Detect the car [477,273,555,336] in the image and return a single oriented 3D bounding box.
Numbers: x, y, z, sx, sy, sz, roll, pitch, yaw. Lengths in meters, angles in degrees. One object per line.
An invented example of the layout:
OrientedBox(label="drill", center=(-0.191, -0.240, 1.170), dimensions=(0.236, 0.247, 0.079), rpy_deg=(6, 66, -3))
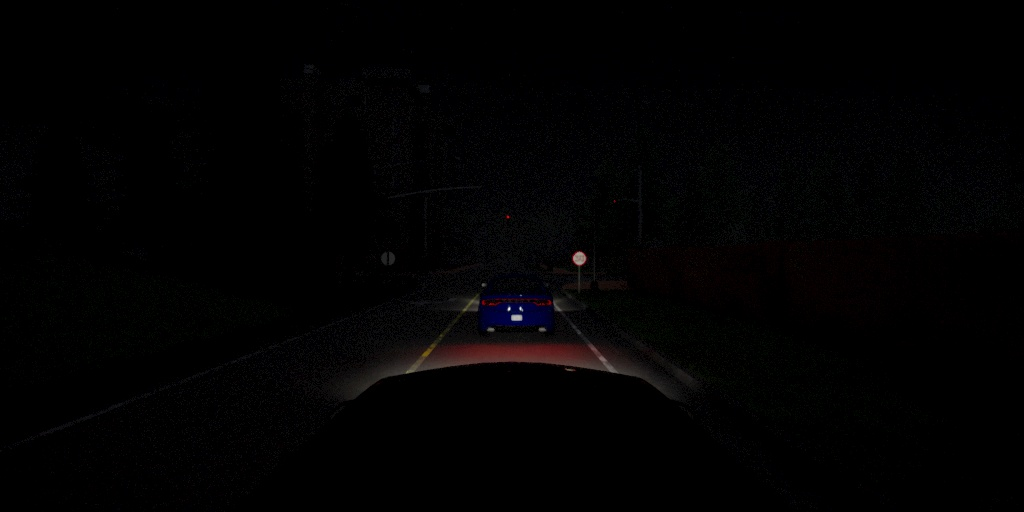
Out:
OrientedBox(label="car", center=(0.100, 1.224, 10.458), dimensions=(1.882, 1.535, 5.008), rpy_deg=(0, 0, 0))
